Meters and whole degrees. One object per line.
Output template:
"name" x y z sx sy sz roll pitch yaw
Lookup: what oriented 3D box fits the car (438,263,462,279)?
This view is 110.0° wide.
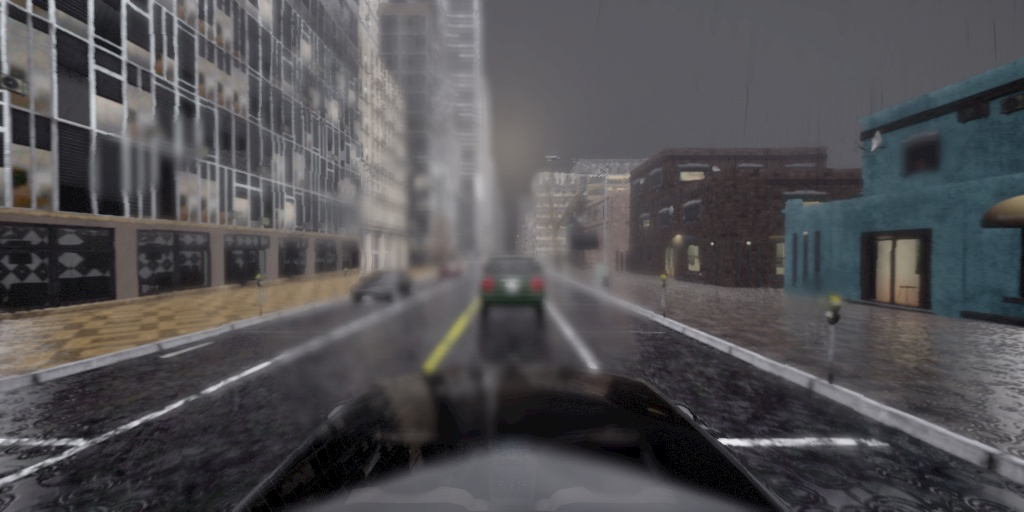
"car" -5.682 1.352 33.380 1.888 1.381 4.507 0 0 0

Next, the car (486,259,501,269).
"car" -3.039 1.348 59.767 2.128 1.511 4.902 0 0 1

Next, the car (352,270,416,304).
"car" -5.687 1.342 16.449 1.948 1.339 4.313 0 0 0

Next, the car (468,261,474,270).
"car" -5.780 1.400 55.955 2.007 1.370 4.403 0 0 0

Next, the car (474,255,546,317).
"car" 0.039 0.994 13.430 2.150 2.045 5.566 0 0 1
